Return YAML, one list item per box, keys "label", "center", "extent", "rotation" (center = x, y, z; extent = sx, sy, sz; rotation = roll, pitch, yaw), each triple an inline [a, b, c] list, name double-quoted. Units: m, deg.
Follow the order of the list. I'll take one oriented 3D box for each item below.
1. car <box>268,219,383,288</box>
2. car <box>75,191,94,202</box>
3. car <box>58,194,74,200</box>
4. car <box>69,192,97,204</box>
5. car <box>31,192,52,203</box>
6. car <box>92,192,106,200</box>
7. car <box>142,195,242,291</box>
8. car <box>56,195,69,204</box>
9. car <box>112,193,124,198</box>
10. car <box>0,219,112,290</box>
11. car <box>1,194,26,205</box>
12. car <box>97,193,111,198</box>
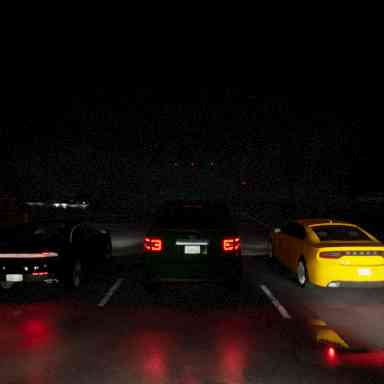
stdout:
- label: "car"
  center: [3.475, 1.468, 9.211]
  extent: [1.882, 1.535, 5.008]
  rotation: [0, 0, 0]
- label: "car"
  center: [-22.107, 0.926, 68.394]
  extent: [2.150, 2.045, 5.566]
  rotation: [0, 0, -1]
- label: "car"
  center: [-29.265, 1.246, 77.474]
  extent: [1.895, 1.301, 4.718]
  rotation: [0, 0, -1]
- label: "car"
  center: [-18.484, 0.986, 56.872]
  extent: [2.150, 2.045, 5.566]
  rotation: [0, 0, -1]
- label: "car"
  center: [-29.038, 0.948, 64.369]
  extent: [2.150, 2.045, 5.566]
  rotation: [0, 0, -1]
- label: "car"
  center: [-22.314, 0.991, 80.201]
  extent: [2.097, 1.767, 4.553]
  rotation: [0, 0, -1]
- label: "car"
  center: [-0.014, 1.212, 9.157]
  extent: [2.150, 2.045, 5.566]
  rotation: [0, 0, 0]
- label: "car"
  center: [-21.988, 1.324, 57.685]
  extent: [1.994, 1.385, 4.181]
  rotation: [0, 0, -1]
- label: "car"
  center: [-18.927, 1.155, 83.893]
  extent: [2.033, 1.411, 5.357]
  rotation: [0, 0, -1]
- label: "car"
  center: [-3.522, 1.482, 9.012]
  extent: [2.128, 1.511, 4.902]
  rotation: [0, 0, 0]
- label: "car"
  center: [-28.931, 1.132, 54.040]
  extent: [2.097, 1.767, 4.553]
  rotation: [0, 0, -1]
- label: "car"
  center: [-18.614, 1.238, 68.843]
  extent: [2.033, 1.411, 5.357]
  rotation: [0, 0, -1]
